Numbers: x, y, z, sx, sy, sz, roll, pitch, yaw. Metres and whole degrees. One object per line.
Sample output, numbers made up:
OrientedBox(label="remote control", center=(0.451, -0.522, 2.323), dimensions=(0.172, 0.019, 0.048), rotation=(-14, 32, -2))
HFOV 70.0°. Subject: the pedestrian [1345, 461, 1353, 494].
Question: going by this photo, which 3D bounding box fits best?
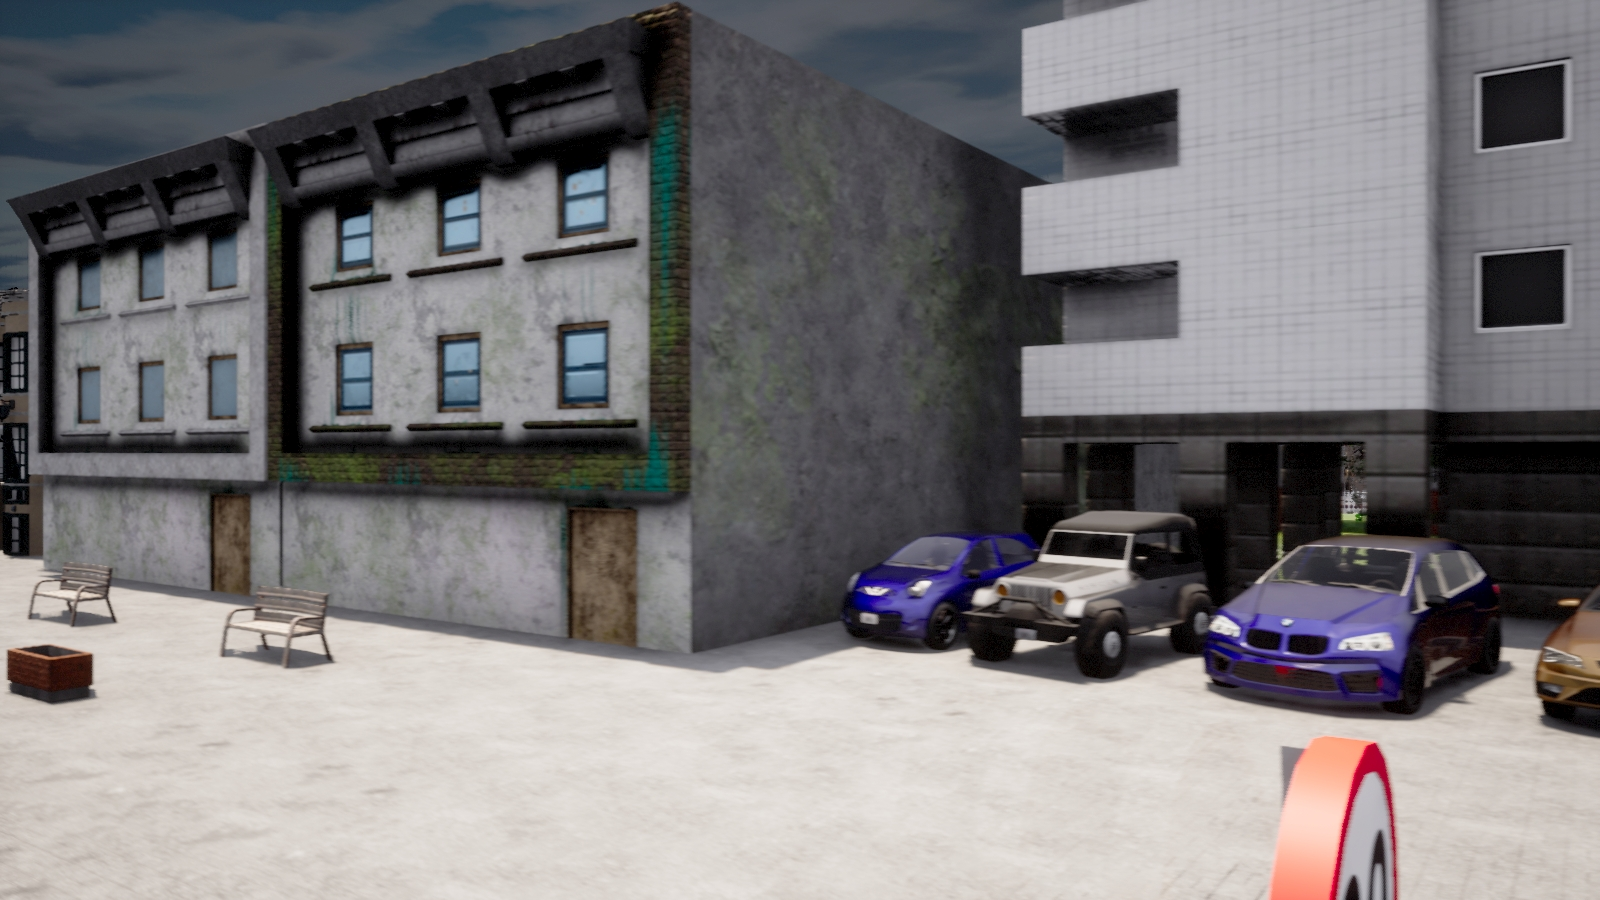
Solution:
OrientedBox(label="pedestrian", center=(30.881, 1.525, 64.267), dimensions=(0.375, 1.860, 0.375), rotation=(0, 0, 35))
